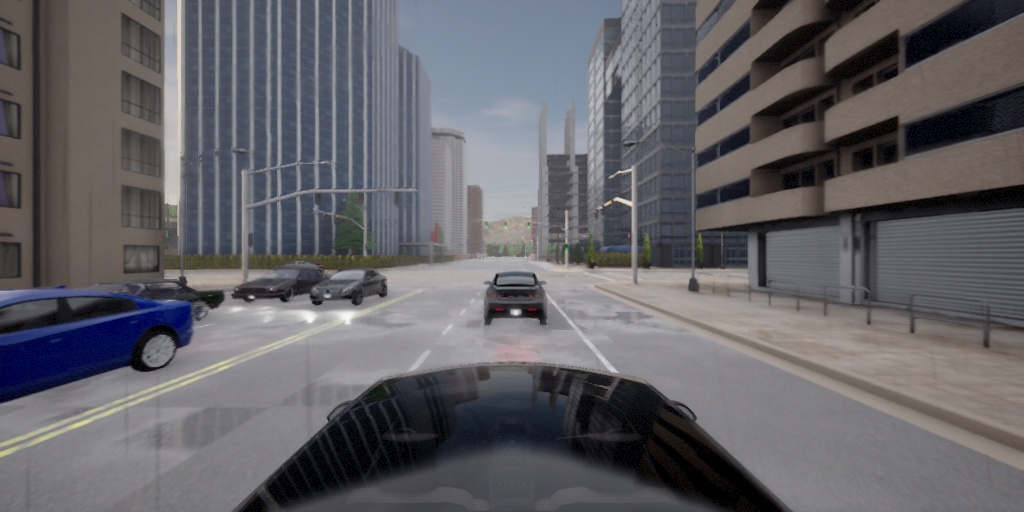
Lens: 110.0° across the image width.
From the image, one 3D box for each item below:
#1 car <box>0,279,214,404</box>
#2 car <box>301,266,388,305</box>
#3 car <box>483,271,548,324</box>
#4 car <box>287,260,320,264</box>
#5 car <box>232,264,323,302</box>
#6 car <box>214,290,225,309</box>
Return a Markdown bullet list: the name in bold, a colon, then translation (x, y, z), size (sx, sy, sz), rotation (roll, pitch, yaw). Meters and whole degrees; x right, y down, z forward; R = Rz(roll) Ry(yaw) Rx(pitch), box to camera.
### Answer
- **car**: translation (-7.082, 1.223, 4.808), size (1.882, 1.535, 5.008), rotation (0, 0, 0)
- **car**: translation (-6.996, 1.260, 15.950), size (1.812, 1.442, 4.674), rotation (0, 0, 0)
- **car**: translation (0.106, 1.244, 11.924), size (1.837, 1.490, 4.892), rotation (0, 0, 0)
- **car**: translation (-21.961, 1.201, 36.895), size (4.902, 1.511, 2.128), rotation (0, 0, 4)
- **car**: translation (-10.485, 1.280, 17.114), size (2.033, 1.411, 5.357), rotation (0, 0, 0)
- **car**: translation (-10.560, 1.341, 9.749), size (1.895, 1.301, 4.718), rotation (0, 0, 0)
